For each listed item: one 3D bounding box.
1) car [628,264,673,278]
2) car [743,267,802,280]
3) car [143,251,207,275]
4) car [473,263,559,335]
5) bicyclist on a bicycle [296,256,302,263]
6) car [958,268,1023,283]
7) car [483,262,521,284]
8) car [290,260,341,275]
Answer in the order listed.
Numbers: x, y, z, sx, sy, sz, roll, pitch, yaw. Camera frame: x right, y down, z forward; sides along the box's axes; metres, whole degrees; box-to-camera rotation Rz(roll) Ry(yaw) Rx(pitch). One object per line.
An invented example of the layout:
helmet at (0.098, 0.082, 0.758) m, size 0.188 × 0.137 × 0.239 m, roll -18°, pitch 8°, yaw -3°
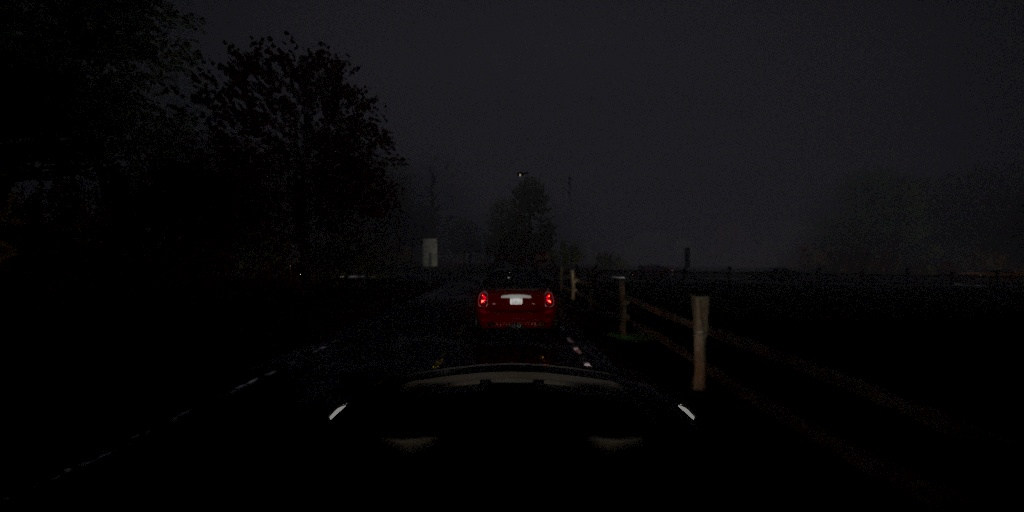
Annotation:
car at (13.683, 1.492, 35.500) m, size 4.181 × 1.385 × 1.994 m, roll 1°, pitch 1°, yaw -1°
car at (25.650, 1.700, 35.478) m, size 4.718 × 1.301 × 1.895 m, roll 1°, pitch 1°, yaw 0°
car at (-30.958, 0.572, 32.448) m, size 5.566 × 2.045 × 2.150 m, roll 1°, pitch 1°, yaw 0°
car at (0.099, 1.099, 10.610) m, size 2.097 × 1.767 × 4.553 m, roll 0°, pitch 0°, yaw 0°
bicyclist on a bicycle at (-22.657, 0.844, 38.467) m, size 0.582 × 1.620 × 1.656 m, roll 1°, pitch 0°, yaw 0°
car at (47.187, 1.889, 35.363) m, size 5.008 × 1.535 × 1.882 m, roll 1°, pitch 1°, yaw 0°
car at (-0.879, 1.247, 27.758) m, size 1.837 × 1.490 × 4.892 m, roll 1°, pitch 0°, yaw -15°
car at (-17.765, 1.096, 32.499) m, size 4.181 × 1.385 × 1.994 m, roll 1°, pitch 1°, yaw 0°
